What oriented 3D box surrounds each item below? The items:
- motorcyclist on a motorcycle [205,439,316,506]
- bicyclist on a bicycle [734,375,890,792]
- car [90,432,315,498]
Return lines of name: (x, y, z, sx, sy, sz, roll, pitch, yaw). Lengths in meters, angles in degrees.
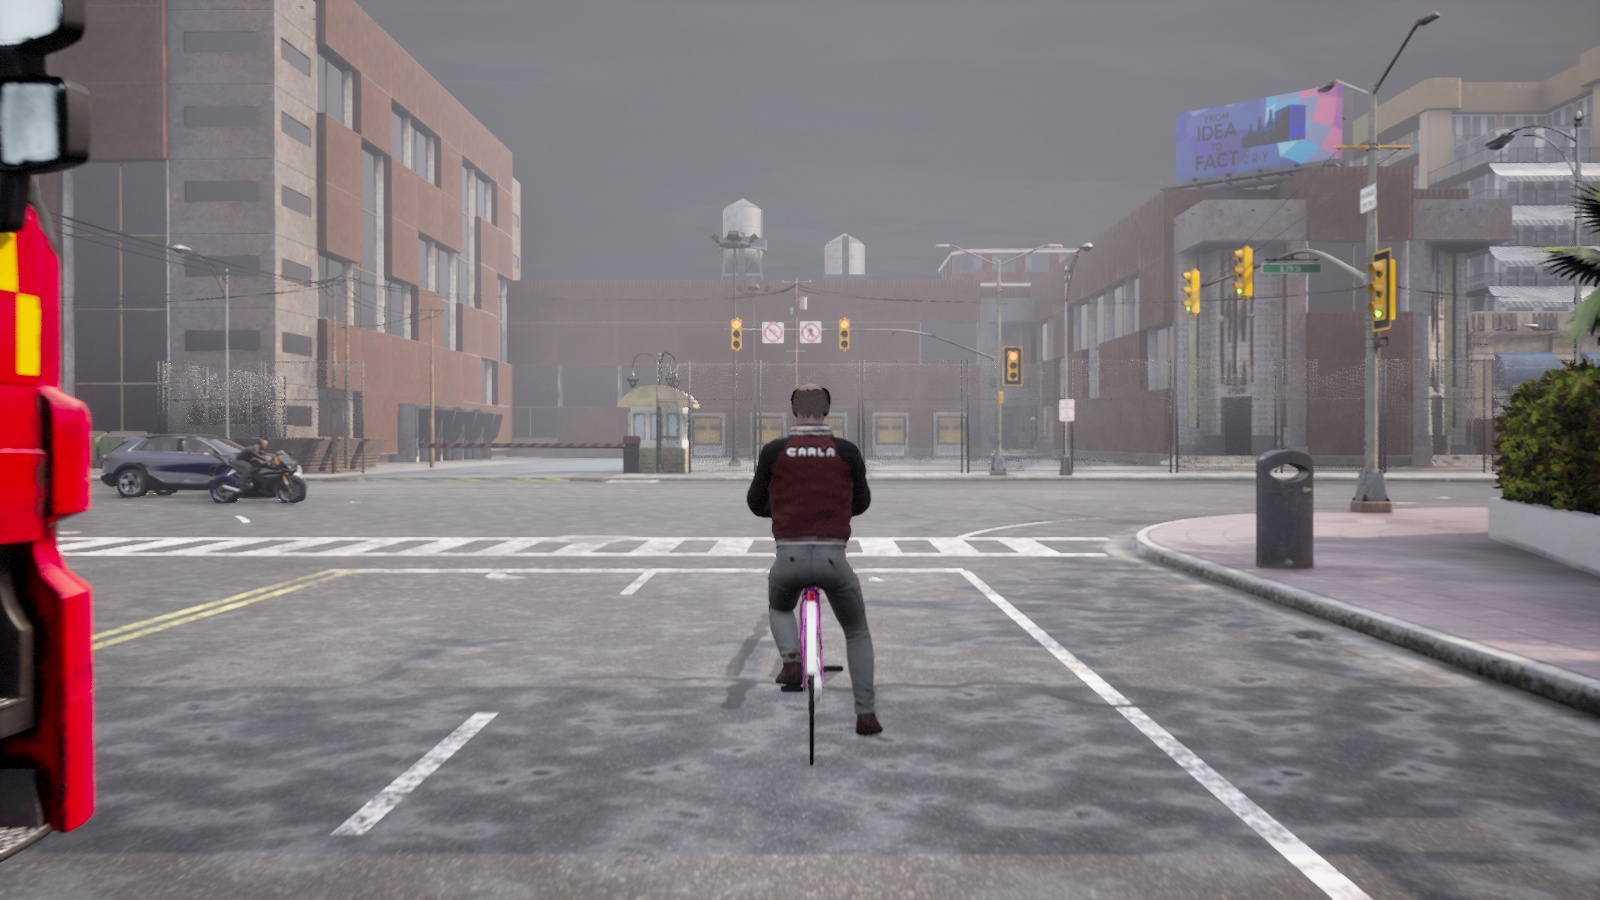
motorcyclist on a motorcycle: (-12.412, 0.506, 28.940, 2.191, 1.530, 0.866, 0, 1, 1)
bicyclist on a bicycle: (0.053, 0.559, 6.262, 0.659, 1.776, 1.843, 0, 1, 0)
car: (-15.376, 0.366, 32.481, 4.856, 1.649, 2.033, 0, 1, 1)
